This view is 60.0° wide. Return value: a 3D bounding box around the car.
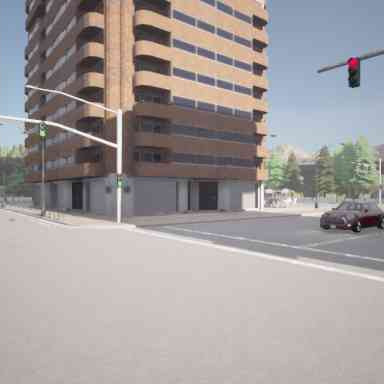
[{"bbox_3d":[9.652,1.352,19.909,4.553,1.767,2.097,0,0,-37],"label":"car"}]
